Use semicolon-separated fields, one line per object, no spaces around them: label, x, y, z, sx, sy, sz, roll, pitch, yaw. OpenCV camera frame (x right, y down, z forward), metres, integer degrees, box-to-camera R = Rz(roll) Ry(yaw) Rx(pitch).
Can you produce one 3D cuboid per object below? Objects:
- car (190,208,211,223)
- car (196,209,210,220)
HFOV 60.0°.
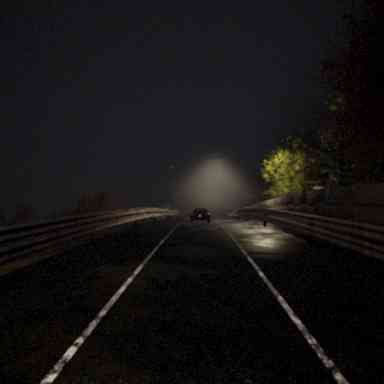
car;0.845;2.313;33.064;1.994;1.385;4.181;0;-3;3
car;1.600;3.144;46.746;1.812;1.442;4.674;0;-4;4
